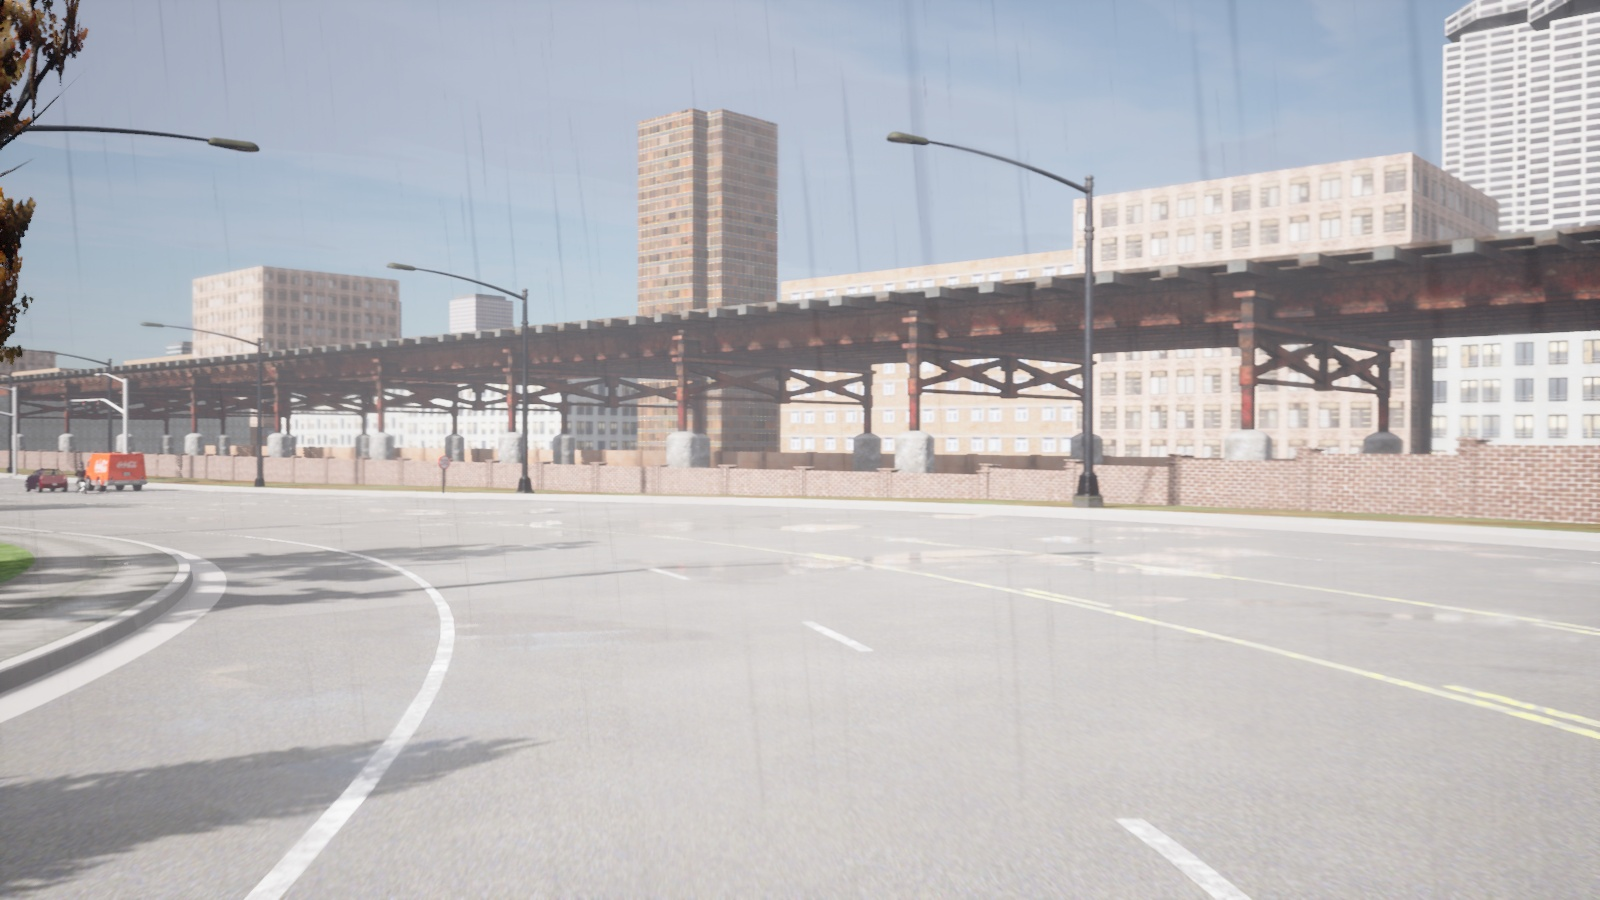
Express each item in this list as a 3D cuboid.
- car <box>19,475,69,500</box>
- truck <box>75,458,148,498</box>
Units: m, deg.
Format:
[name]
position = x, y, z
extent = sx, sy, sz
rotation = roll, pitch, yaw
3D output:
[car]
position = -48.107, 2.351, 79.886
extent = 3.633, 1.501, 1.845
rotation = -1, 0, 44
[truck]
position = -44.741, 1.806, 81.546
extent = 5.204, 2.467, 2.627
rotation = -1, 0, 43
